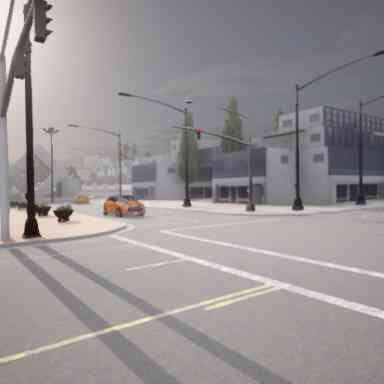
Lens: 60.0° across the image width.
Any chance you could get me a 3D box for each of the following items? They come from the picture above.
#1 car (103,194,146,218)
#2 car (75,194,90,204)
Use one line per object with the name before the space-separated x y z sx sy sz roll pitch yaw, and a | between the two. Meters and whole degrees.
car | -5.491 1.014 26.675 2.097 1.767 4.553 -1 1 -35
car | -16.836 1.009 51.019 1.882 1.535 5.008 -1 1 -21
